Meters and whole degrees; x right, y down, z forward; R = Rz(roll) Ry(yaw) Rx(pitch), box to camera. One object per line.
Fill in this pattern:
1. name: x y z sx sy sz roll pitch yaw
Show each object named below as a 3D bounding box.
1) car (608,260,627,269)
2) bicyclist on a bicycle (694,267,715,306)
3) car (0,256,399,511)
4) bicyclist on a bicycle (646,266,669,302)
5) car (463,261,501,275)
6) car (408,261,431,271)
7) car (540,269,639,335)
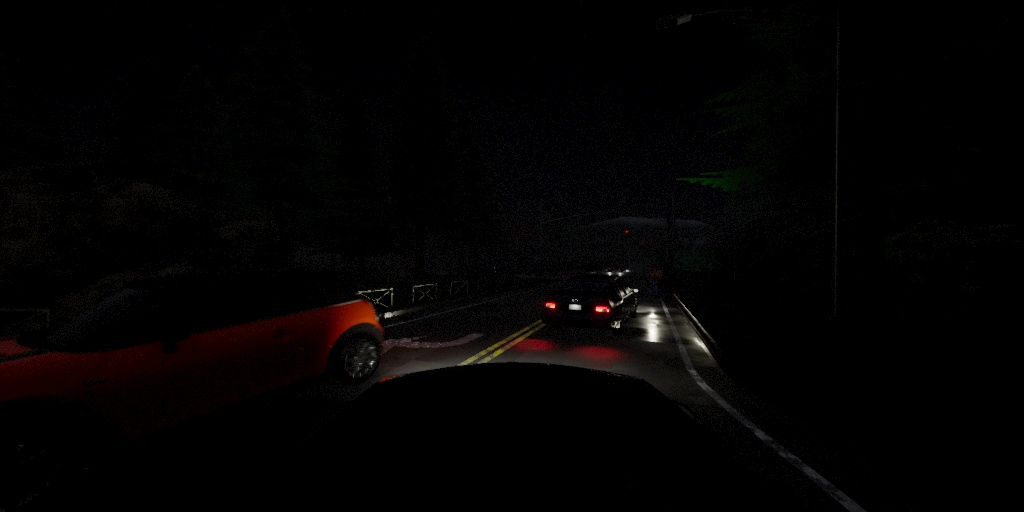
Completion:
1. car: 17.399 1.659 59.749 2.150 2.045 5.566 1 -1 21
2. bicyclist on a bicycle: 8.138 1.296 15.106 1.656 1.620 0.582 1 0 -33
3. car: -3.853 1.013 4.239 2.097 1.767 4.553 1 3 28
4. bicyclist on a bicycle: 6.718 1.283 16.514 1.656 1.620 0.582 1 0 -30
5. car: -3.663 1.441 44.626 4.553 1.767 2.097 1 -1 21
6. car: -13.340 1.437 48.303 5.008 1.535 1.882 1 -1 21
7. car: 2.482 1.244 10.382 2.033 1.411 5.357 1 -1 25
